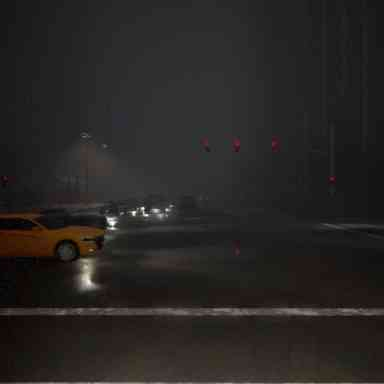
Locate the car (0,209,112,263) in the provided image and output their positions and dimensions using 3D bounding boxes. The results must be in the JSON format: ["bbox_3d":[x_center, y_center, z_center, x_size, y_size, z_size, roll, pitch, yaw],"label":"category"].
[{"bbox_3d":[-5.535,1.477,11.320,5.008,1.535,1.882,0,0,0],"label":"car"}]

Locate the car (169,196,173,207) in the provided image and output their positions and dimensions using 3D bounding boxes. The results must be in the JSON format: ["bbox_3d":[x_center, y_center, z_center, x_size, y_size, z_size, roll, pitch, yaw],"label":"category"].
[{"bbox_3d":[-4.281,1.601,48.426,1.895,1.301,4.718,0,0,-1],"label":"car"}]

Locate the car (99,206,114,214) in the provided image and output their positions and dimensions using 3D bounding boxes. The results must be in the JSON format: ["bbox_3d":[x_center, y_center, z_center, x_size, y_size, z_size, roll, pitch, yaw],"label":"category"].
[{"bbox_3d":[-6.875,1.601,17.607,4.718,1.301,1.895,0,0,-29],"label":"car"}]

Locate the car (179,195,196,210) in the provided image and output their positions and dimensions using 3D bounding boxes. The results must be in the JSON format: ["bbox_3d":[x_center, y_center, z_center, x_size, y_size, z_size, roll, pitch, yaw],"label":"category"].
[{"bbox_3d":[-0.546,1.352,43.223,2.097,1.767,4.553,0,0,0],"label":"car"}]

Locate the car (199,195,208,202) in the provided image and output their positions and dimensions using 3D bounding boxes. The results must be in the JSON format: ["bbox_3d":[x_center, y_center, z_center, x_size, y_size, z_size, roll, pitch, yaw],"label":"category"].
[{"bbox_3d":[2.545,1.524,75.160,1.812,1.442,4.674,0,0,-1],"label":"car"}]

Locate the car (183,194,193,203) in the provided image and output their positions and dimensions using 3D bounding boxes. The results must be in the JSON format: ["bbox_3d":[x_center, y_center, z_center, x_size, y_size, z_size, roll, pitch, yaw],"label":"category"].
[{"bbox_3d":[-0.797,1.351,69.192,2.097,1.767,4.553,0,0,-1],"label":"car"}]

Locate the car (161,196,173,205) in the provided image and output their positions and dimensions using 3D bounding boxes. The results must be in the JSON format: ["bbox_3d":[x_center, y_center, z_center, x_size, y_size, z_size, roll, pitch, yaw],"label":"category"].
[{"bbox_3d":[-4.367,1.478,58.865,1.882,1.535,5.008,0,0,0],"label":"car"}]

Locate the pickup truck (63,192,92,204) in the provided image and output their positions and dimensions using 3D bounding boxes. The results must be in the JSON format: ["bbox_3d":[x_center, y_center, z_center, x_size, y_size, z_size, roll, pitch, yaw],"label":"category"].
[{"bbox_3d":[-20.926,1.059,59.994,2.390,2.098,6.274,0,0,30],"label":"pickup truck"}]

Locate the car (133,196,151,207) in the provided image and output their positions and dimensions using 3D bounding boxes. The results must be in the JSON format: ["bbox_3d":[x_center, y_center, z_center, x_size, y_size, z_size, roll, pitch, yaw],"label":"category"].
[{"bbox_3d":[-7.823,1.491,52.532,2.128,1.511,4.902,0,0,-1],"label":"car"}]

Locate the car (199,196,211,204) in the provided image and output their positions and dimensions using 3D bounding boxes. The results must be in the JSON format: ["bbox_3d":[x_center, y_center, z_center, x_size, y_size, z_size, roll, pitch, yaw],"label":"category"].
[{"bbox_3d":[2.748,1.491,64.776,2.128,1.511,4.902,0,0,-1],"label":"car"}]

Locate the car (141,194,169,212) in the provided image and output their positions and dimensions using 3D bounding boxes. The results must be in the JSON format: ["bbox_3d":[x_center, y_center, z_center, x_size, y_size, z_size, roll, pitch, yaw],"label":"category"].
[{"bbox_3d":[-4.186,1.221,38.479,2.150,2.045,5.566,0,0,-1],"label":"car"}]

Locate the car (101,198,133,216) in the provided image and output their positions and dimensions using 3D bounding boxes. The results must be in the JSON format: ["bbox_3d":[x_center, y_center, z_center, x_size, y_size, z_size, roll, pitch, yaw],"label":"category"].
[{"bbox_3d":[-7.704,1.491,32.845,2.128,1.511,4.902,0,0,2],"label":"car"}]

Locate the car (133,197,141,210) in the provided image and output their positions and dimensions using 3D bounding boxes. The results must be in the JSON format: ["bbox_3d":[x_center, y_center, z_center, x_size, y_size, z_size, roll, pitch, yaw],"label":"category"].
[{"bbox_3d":[-7.725,1.478,42.148,1.882,1.535,5.008,0,0,-1],"label":"car"}]
